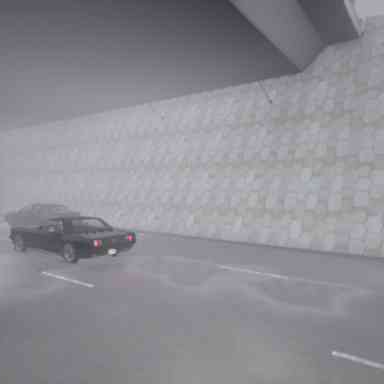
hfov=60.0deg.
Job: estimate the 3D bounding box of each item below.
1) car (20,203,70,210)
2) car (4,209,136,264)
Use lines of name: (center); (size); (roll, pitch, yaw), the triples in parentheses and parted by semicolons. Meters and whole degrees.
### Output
car: (-8.315, 1.326, 18.526); (5.357, 1.411, 2.033); (1, 1, 36)
car: (-4.198, 1.475, 11.290); (4.718, 1.301, 1.895); (1, 1, 36)
